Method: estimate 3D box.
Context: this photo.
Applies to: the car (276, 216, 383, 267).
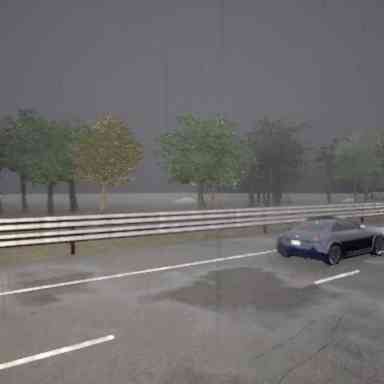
[{"bbox_3d":[4.871,1.543,11.519,4.181,1.385,1.994,0,0,-35],"label":"car"}]
